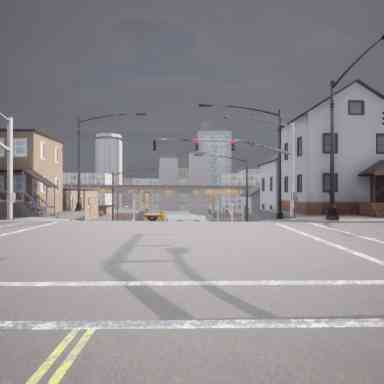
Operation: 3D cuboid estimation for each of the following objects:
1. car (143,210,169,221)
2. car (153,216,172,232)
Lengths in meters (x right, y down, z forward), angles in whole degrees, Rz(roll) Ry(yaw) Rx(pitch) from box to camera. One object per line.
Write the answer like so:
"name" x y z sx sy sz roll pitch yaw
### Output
"car" -3.670 2.536 33.444 1.882 1.535 5.008 0 -9 1
"car" -3.776 4.235 43.667 2.128 1.511 4.902 0 -13 -1
